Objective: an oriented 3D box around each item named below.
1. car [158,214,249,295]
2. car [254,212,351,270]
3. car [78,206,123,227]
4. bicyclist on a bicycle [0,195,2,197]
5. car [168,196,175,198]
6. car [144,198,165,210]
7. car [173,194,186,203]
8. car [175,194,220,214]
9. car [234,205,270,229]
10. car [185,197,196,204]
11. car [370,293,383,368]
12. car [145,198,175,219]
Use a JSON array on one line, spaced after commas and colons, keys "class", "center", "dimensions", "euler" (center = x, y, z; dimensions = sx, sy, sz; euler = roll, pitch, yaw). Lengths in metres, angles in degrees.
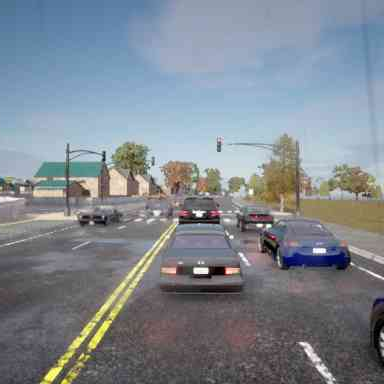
[{"class": "car", "center": [0.206, 1.553, 8.859], "dimensions": [2.033, 1.411, 5.357], "euler": [0, 0, 1]}, {"class": "car", "center": [3.502, 1.570, 11.068], "dimensions": [1.994, 1.385, 4.181], "euler": [0, 0, 1]}, {"class": "car", "center": [-6.170, 1.624, 22.845], "dimensions": [1.895, 1.301, 4.718], "euler": [0, 0, 2]}, {"class": "bicyclist on a bicycle", "center": [-23.939, 1.036, 41.330], "dimensions": [0.582, 1.620, 1.656], "euler": [1, -1, 16]}, {"class": "car", "center": [-1.796, 1.424, 47.827], "dimensions": [2.097, 1.767, 4.553], "euler": [0, 0, 3]}, {"class": "car", "center": [-5.153, 1.618, 46.158], "dimensions": [2.033, 1.411, 5.357], "euler": [0, 0, 3]}, {"class": "car", "center": [-2.860, 1.387, 76.507], "dimensions": [2.150, 2.045, 5.566], "euler": [0, 0, 5]}, {"class": "car", "center": [0.425, 1.237, 19.106], "dimensions": [2.150, 2.045, 5.566], "euler": [0, 0, 1]}, {"class": "car", "center": [3.692, 1.520, 19.961], "dimensions": [1.837, 1.490, 4.892], "euler": [0, 0, 3]}, {"class": "car", "center": [-0.268, 1.730, 68.663], "dimensions": [1.895, 1.301, 4.718], "euler": [0, 0, 5]}, {"class": "car", "center": [3.385, 1.353, 2.548], "dimensions": [2.097, 1.767, 4.553], "euler": [0, 0, 0]}, {"class": "car", "center": [-2.702, 1.524, 29.023], "dimensions": [2.128, 1.511, 4.902], "euler": [0, 0, 2]}]
